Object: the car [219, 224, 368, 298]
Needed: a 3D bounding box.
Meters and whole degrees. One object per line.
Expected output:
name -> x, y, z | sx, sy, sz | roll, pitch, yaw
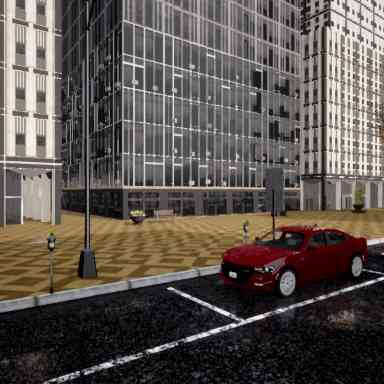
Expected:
car -> 2.716, 1.545, 8.505 | 4.507, 1.381, 1.887 | 0, 0, -36
